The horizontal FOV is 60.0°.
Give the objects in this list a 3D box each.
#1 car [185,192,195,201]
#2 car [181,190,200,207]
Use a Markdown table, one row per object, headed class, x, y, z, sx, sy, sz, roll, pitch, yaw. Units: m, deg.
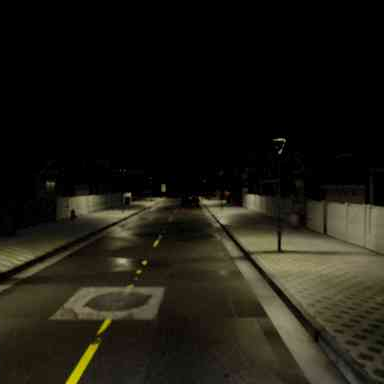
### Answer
| class | x | y | z | sx | sy | sz | roll | pitch | yaw |
| --- | --- | --- | --- | --- | --- | --- | --- | --- | --- |
| car | -0.351 | 0.805 | 61.100 | 1.837 | 1.490 | 4.892 | 0 | 1 | 0 |
| car | -0.205 | 0.751 | 42.411 | 2.150 | 2.045 | 5.566 | 0 | 1 | 0 |
